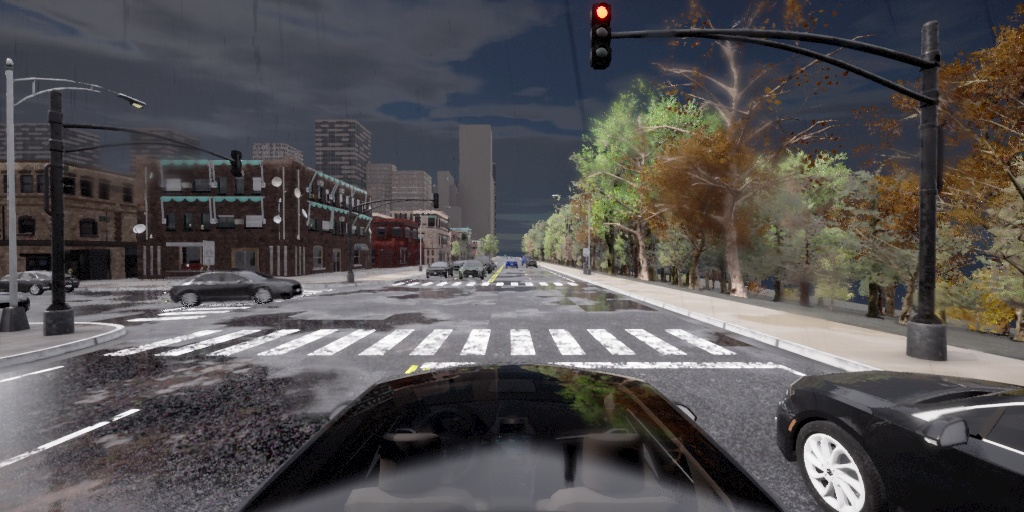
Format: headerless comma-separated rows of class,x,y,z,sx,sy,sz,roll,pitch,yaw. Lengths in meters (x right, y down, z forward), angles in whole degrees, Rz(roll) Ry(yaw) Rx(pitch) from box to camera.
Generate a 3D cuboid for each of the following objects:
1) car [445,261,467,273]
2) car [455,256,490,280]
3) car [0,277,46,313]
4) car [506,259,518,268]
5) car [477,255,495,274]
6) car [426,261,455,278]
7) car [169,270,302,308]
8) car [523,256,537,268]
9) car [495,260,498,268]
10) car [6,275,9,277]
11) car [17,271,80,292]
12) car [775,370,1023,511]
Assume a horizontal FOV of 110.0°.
car,-6.672,1.336,43.502,1.895,1.301,4.718,0,0,0
car,-3.405,1.093,31.712,2.097,1.767,4.553,0,0,0
car,-19.970,1.565,12.656,4.313,1.339,1.948,0,0,0
car,-0.024,1.206,60.293,1.882,1.535,5.008,0,0,0
car,-3.425,0.958,41.292,2.150,2.045,5.566,0,0,0
car,-6.656,1.218,33.540,1.882,1.535,5.008,0,0,0
car,-11.940,1.354,15.711,4.892,1.490,1.837,-2,1,-5
car,3.223,1.233,60.881,1.837,1.490,4.892,0,0,0
car,-3.446,1.296,51.013,1.994,1.385,4.181,0,0,0
car,-25.497,1.512,15.357,5.008,1.535,1.882,-1,1,0
car,-28.321,1.560,21.151,4.403,1.370,2.007,0,0,0
car,3.365,1.255,1.275,1.837,1.490,4.892,0,0,-2
